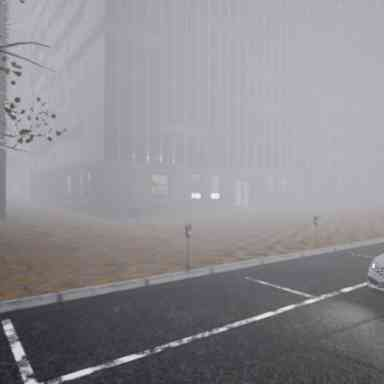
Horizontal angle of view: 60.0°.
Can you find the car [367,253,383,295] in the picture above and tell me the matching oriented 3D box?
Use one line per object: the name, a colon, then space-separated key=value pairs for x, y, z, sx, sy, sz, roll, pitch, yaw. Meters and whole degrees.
car: x=5.878 y=1.521 z=7.573 sx=4.674 sy=1.442 sz=1.812 roll=0 pitch=0 yaw=-36
